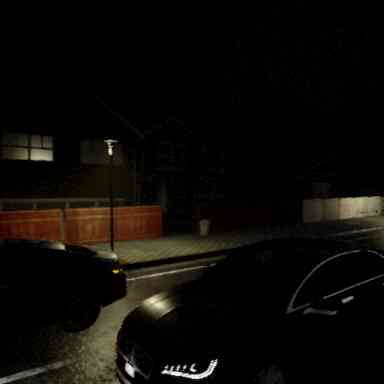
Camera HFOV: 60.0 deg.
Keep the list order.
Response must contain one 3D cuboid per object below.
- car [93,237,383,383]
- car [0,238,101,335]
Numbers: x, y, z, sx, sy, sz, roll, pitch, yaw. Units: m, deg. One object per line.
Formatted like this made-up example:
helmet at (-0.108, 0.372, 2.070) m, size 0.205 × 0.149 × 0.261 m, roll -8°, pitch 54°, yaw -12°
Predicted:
car at (1.377, 1.473, 4.654) m, size 4.892 × 1.490 × 1.837 m, roll 0°, pitch 0°, yaw -35°
car at (-3.348, 1.523, 5.279) m, size 4.674 × 1.442 × 1.812 m, roll -1°, pitch 0°, yaw -35°
